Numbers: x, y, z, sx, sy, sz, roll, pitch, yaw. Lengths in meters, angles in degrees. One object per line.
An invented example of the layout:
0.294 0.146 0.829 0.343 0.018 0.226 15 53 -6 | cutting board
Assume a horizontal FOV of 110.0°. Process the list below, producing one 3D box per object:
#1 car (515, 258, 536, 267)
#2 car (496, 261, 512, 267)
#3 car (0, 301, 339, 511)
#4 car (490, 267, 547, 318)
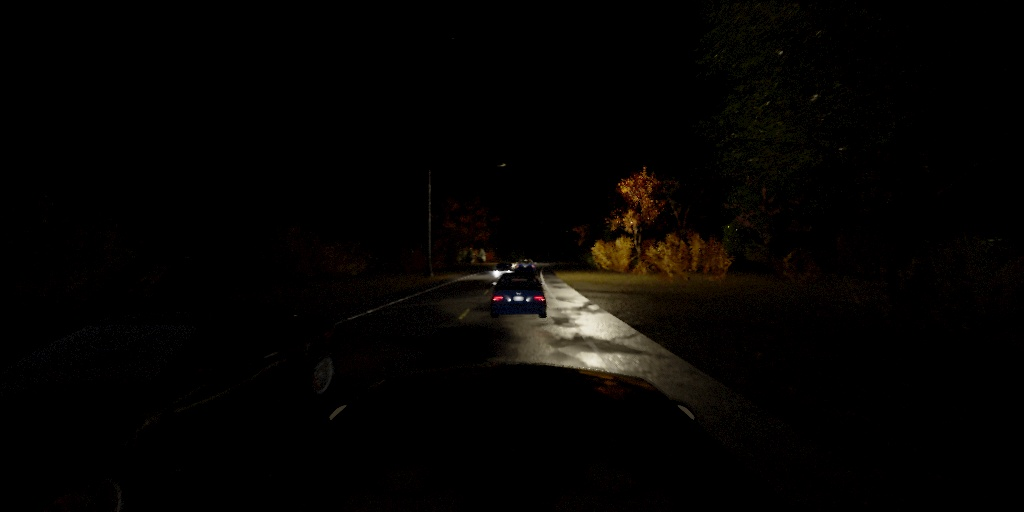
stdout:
1.461 1.094 37.652 2.097 1.767 4.553 0 0 4 | car
-1.102 1.338 50.338 1.895 1.301 4.718 0 0 6 | car
-3.553 1.274 3.745 1.812 1.442 4.674 0 0 0 | car
0.253 1.298 13.017 2.033 1.411 5.357 0 0 1 | car
